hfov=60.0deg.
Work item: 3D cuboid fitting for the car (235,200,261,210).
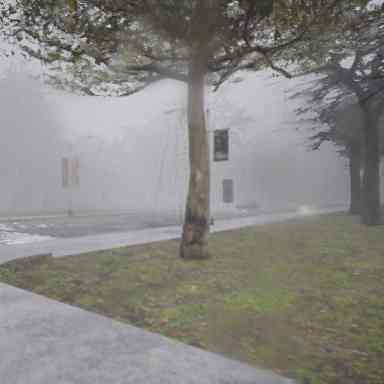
[{"bbox_3d":[8.419,1.951,49.502,2.033,1.411,5.357,-1,-1,36],"label":"car"}]
